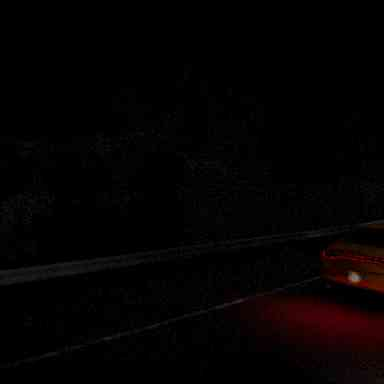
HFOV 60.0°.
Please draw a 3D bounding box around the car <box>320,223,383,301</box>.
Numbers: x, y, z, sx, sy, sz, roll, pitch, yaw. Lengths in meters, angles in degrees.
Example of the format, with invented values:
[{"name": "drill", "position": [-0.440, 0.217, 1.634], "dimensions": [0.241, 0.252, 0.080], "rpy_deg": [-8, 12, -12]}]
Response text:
[{"name": "car", "position": [4.978, 1.469, 7.875], "dimensions": [5.008, 1.535, 1.882], "rpy_deg": [0, 0, -40]}]
